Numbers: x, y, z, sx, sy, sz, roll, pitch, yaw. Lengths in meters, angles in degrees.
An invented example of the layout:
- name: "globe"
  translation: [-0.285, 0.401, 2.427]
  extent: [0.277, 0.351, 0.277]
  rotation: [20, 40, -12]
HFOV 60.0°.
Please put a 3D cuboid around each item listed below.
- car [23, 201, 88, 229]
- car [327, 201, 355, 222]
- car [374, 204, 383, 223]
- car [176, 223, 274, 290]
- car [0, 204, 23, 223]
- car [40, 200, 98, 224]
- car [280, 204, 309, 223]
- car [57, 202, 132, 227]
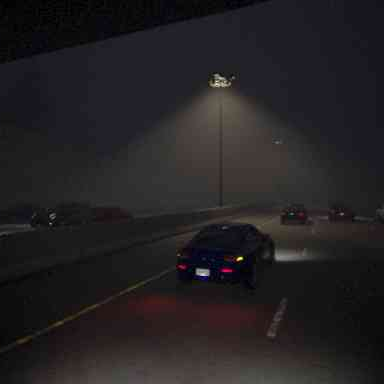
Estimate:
- name: "car"
  translation: [-8.713, 1.531, 22.811]
  extent: [2.097, 1.767, 4.553]
  rotation: [0, 0, 22]
- name: "car"
  translation: [12.450, 1.702, 27.786]
  extent: [1.994, 1.385, 4.181]
  rotation: [0, 0, 22]
- name: "car"
  translation: [15.476, 1.641, 25.943]
  extent: [1.812, 1.442, 4.674]
  rotation: [0, 0, 22]
- name: "car"
  translation: [1.109, 1.583, 9.318]
  extent: [1.812, 1.442, 4.674]
  rotation: [0, 0, 22]
- name: "car"
  translation: [-14.208, 1.709, 27.862]
  extent: [1.882, 1.535, 5.008]
  rotation: [0, 0, 22]
- name: "car"
  translation: [-10.279, 1.572, 28.221]
  extent: [2.097, 1.767, 4.553]
  rotation: [0, 0, 22]
- name: "car"
  translation: [8.369, 1.695, 27.059]
  extent: [2.033, 1.411, 5.357]
  rotation: [0, 0, 22]
- name: "car"
  translation: [-5.712, 1.634, 20.902]
  extent: [1.882, 1.535, 5.008]
  rotation: [0, 0, 22]
